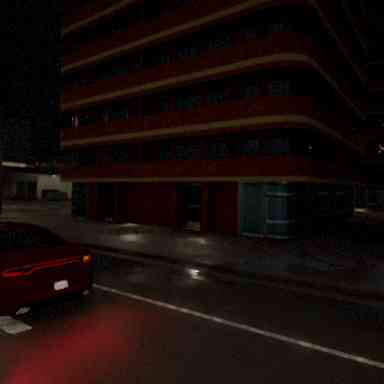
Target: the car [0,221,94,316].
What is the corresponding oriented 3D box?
[{"bbox_3d":[-4.201,1.361,6.992,5.008,1.535,1.882,1,1,35],"label":"car"}]
